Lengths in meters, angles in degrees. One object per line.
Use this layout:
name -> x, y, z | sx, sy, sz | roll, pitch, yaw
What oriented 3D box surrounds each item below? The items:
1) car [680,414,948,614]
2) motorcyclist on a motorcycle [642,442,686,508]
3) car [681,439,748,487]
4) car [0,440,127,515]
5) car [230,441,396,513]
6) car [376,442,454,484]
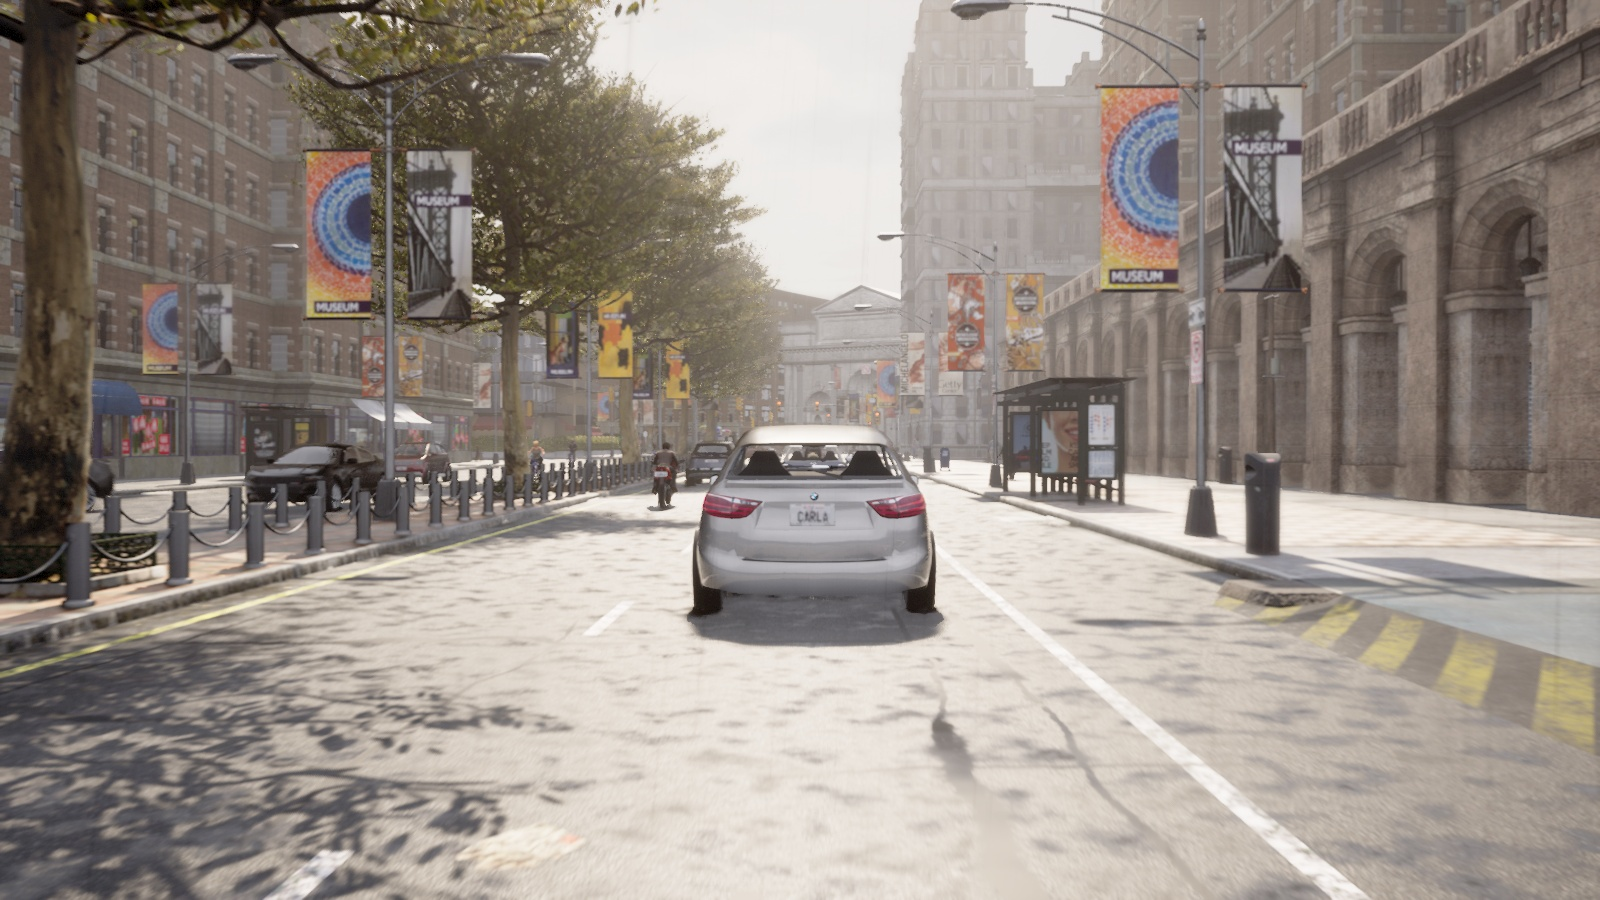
car -> 0.139, 0.523, 12.802 | 2.242, 1.667, 4.611 | 0, 0, 1
motorcyclist on a motorcycle -> -3.196, 0.568, 29.752 | 0.797, 1.523, 2.044 | 0, 0, 1
car -> -3.042, 0.433, 45.564 | 2.033, 1.649, 4.856 | 0, 0, 1
car -> -17.018, 0.549, 26.168 | 2.128, 1.511, 4.902 | 0, 0, 29
car -> -11.202, 0.559, 29.285 | 1.882, 1.535, 5.008 | 0, 0, 1
car -> -14.524, 0.461, 47.538 | 1.789, 1.549, 3.705 | 0, 0, 1
